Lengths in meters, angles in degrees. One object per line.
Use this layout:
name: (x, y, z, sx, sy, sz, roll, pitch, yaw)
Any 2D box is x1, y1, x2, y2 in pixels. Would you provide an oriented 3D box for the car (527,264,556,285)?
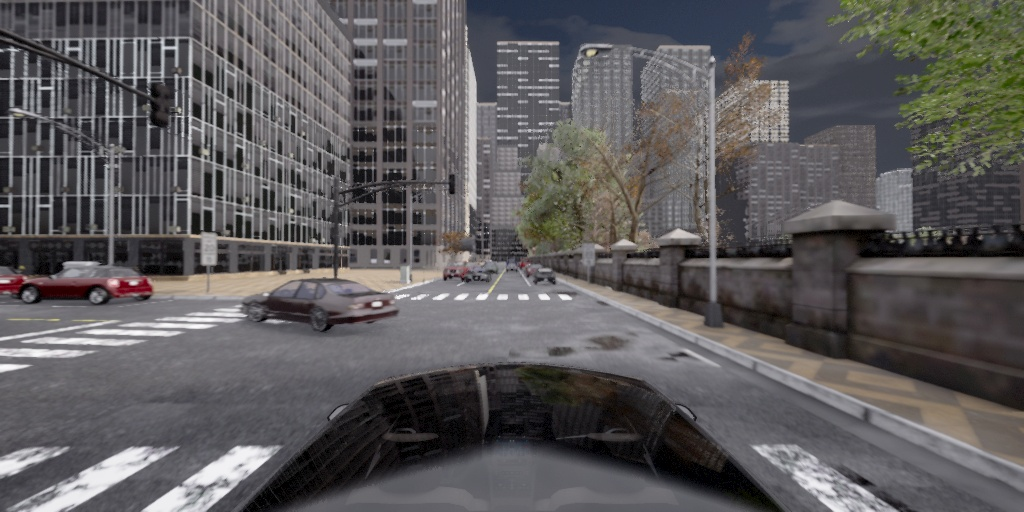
car: (2.562, 1.571, 29.181, 2.007, 1.370, 4.403, 0, 0, 0)

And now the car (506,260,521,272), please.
car: (-0.006, 1.828, 56.291, 2.033, 1.411, 5.357, 0, -1, 0)

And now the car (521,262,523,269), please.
car: (2.560, 1.747, 45.817, 1.948, 1.339, 4.313, 0, 0, 0)

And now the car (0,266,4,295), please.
car: (-23.152, 1.064, 15.009, 4.097, 1.591, 1.967, 0, 0, 1)

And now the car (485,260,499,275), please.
car: (-2.837, 1.535, 46.083, 2.097, 1.767, 4.553, 0, 0, 0)

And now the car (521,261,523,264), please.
car: (2.559, 1.759, 51.532, 1.751, 1.417, 4.829, 0, 0, 0)

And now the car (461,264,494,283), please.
car: (-2.849, 1.601, 30.812, 1.994, 1.385, 4.181, 0, -1, 0)

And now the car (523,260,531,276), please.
car: (2.561, 1.568, 40.272, 1.967, 1.591, 4.097, 0, 0, 0)

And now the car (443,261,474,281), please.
car: (-5.319, 1.390, 34.734, 2.192, 1.841, 5.009, 0, 0, 0)

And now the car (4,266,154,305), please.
car: (-17.626, 1.128, 14.897, 4.097, 1.591, 1.967, 0, 0, 1)

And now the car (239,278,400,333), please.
car: (-6.014, 1.385, 11.068, 5.357, 1.411, 2.033, 0, -1, 26)
